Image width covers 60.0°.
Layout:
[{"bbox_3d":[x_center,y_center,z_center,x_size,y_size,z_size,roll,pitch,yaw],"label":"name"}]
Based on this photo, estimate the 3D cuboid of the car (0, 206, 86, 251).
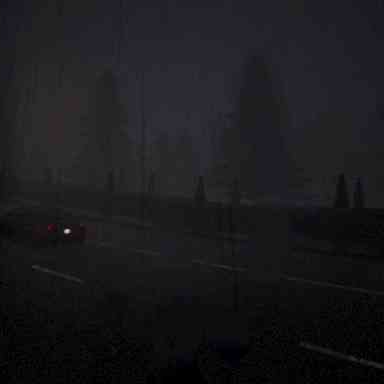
[{"bbox_3d":[-5.882,1.200,12.490,4.181,1.385,1.994,4,2,36],"label":"car"}]
